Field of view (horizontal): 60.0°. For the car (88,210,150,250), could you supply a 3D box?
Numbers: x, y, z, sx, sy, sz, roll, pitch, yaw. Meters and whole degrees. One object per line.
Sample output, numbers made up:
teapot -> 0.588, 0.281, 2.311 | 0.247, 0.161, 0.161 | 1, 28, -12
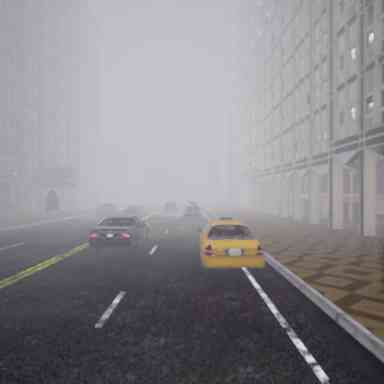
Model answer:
car -> -3.146, 1.754, 15.252 | 2.033, 1.411, 5.357 | 0, -1, 0

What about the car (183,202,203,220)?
car -> 0.037, 1.986, 32.775 | 2.033, 1.411, 5.357 | 0, -1, 1

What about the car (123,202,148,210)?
car -> -6.585, 2.105, 37.837 | 1.895, 1.301, 4.718 | 0, -1, 0

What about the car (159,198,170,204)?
car -> -6.483, 2.177, 79.146 | 2.033, 1.411, 5.357 | 0, -1, 0

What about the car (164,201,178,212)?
car -> -3.139, 2.137, 49.954 | 1.882, 1.535, 5.008 | 0, -1, 0

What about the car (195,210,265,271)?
car -> 1.141, 1.611, 11.442 | 1.801, 1.575, 5.366 | 0, -1, 0

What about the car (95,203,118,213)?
car -> -9.832, 2.040, 38.652 | 1.812, 1.442, 4.674 | 0, -1, 0

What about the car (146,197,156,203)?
car -> -9.733, 1.993, 79.179 | 2.097, 1.767, 4.553 | 0, -1, 0
